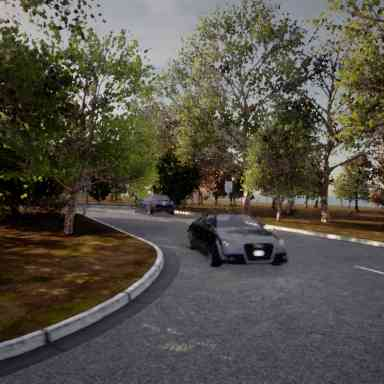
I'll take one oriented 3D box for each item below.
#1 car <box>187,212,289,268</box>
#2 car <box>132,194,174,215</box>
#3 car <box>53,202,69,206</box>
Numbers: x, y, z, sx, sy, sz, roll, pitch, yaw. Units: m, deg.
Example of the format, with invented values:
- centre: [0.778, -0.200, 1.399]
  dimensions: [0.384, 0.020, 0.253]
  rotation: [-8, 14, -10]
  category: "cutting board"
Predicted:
- centre: [1.188, 1.317, 10.234]
  dimensions: [1.994, 1.385, 4.181]
  rotation: [1, 0, -15]
  category: "car"
- centre: [-3.279, 0.906, 27.409]
  dimensions: [2.097, 1.767, 4.553]
  rotation: [1, 0, -31]
  category: "car"
- centre: [-14.633, 0.837, 32.669]
  dimensions: [5.357, 1.411, 2.033]
  rotation: [1, -1, 5]
  category: "car"
